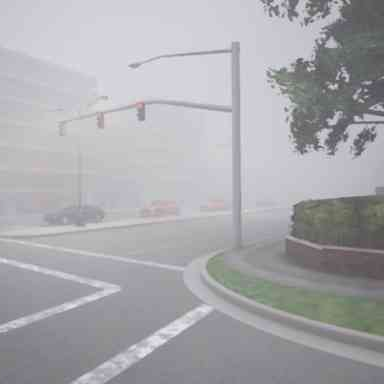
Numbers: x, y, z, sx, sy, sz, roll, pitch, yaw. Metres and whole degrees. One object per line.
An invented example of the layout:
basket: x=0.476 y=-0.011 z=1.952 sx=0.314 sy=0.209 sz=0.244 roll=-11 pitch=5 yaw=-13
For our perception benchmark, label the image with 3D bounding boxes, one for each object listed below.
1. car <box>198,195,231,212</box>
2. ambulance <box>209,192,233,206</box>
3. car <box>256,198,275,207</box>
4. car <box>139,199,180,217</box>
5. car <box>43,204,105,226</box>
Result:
car: x=2.644 y=1.582 z=42.270 sx=2.097 sy=1.767 sz=4.553 roll=-1 pitch=0 yaw=36
ambulance: x=4.021 y=1.292 z=49.977 sx=2.351 sy=2.431 sz=6.366 roll=-1 pitch=0 yaw=36
car: x=12.369 y=1.755 z=55.521 sx=1.812 sy=1.442 sz=4.674 roll=-1 pitch=-1 yaw=36
car: x=-3.291 y=1.583 z=34.106 sx=2.097 sy=1.767 sz=4.553 roll=-1 pitch=0 yaw=36
car: x=-9.126 y=1.737 z=26.066 sx=1.837 sy=1.490 sz=4.892 roll=-1 pitch=0 yaw=36
